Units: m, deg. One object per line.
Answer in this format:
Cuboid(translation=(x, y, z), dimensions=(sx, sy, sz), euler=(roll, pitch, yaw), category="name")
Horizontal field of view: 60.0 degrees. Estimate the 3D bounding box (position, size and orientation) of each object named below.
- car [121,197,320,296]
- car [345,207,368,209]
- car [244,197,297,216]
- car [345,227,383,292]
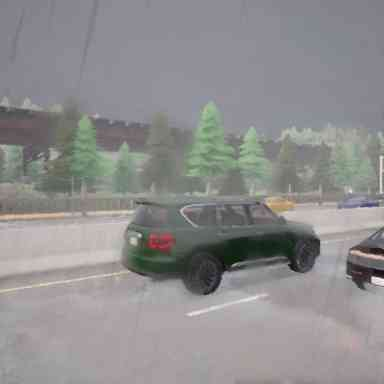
Cuboid(translation=(0.955, 1.152, 8.693), dimensions=(5.566, 2.045, 2.150), euler=(0, 0, -34), category="car")
Cuboid(translation=(16.063, 1.231, 32.118), dimensions=(5.008, 1.535, 1.882), euler=(0, 1, -34), category="car")
Cuboid(translation=(7.196, 1.245, 30.255), dimensions=(5.008, 1.535, 1.882), euler=(0, 1, -35), category="car")
Cuboid(translation=(5.457, 1.432, 7.516), dimensions=(4.902, 1.511, 2.128), euler=(0, 0, -35), category="car")
